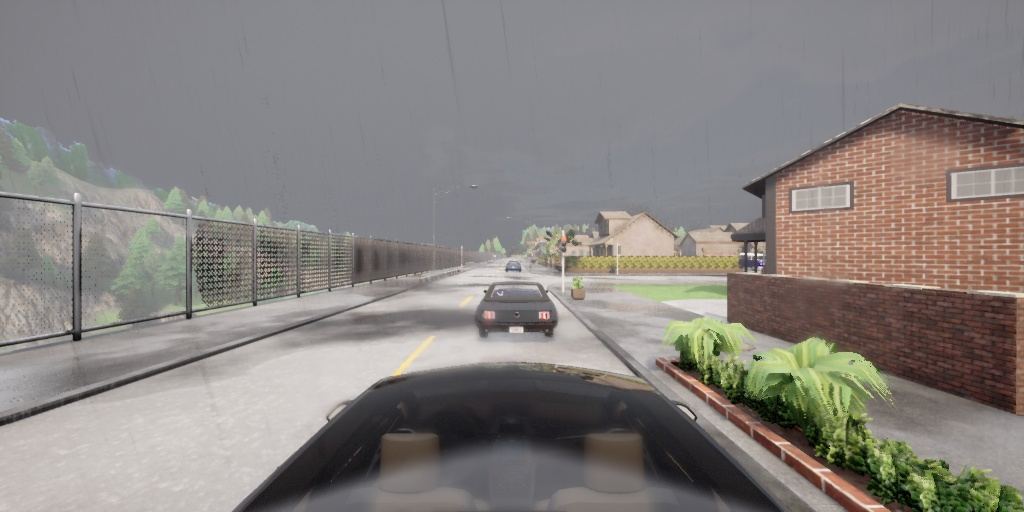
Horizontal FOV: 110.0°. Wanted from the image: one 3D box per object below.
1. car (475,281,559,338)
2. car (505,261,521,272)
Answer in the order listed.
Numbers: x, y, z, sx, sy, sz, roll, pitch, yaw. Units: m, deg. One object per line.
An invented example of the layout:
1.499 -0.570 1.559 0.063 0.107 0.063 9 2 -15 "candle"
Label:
0.115 1.351 10.184 1.895 1.301 4.718 0 0 0 "car"
0.184 1.314 45.447 1.994 1.385 4.181 0 0 0 "car"
